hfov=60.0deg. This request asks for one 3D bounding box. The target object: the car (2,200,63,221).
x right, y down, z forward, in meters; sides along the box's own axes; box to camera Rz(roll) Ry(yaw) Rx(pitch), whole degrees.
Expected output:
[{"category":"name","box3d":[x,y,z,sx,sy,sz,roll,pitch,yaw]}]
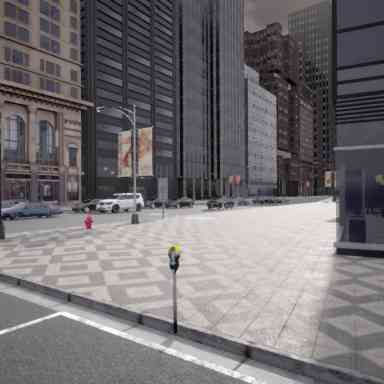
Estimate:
[{"category":"car","box3d":[-13.483,1.517,27.609,2.033,1.411,5.357,-1,0,35]}]

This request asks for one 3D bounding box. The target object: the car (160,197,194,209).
[{"category":"car","box3d":[-1.636,1.426,44.361,1.837,1.490,4.892,-1,0,35]}]

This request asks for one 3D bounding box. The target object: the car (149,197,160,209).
[{"category":"car","box3d":[-4.966,1.453,45.283,1.837,1.490,4.892,-1,0,35]}]

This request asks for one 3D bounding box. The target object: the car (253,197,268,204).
[{"category":"car","box3d":[12.297,1.465,58.300,1.895,1.301,4.718,-1,0,35]}]

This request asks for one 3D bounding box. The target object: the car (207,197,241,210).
[{"category":"car","box3d":[3.685,1.375,40.303,1.837,1.490,4.892,-1,0,35]}]

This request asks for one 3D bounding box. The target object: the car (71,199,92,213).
[{"category":"car","box3d":[-10.969,1.477,36.801,1.837,1.490,4.892,-1,0,35]}]

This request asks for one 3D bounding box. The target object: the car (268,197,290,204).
[{"category":"car","box3d":[15.157,1.439,56.556,1.895,1.301,4.718,-1,0,35]}]

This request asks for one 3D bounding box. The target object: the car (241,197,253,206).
[{"category":"car","box3d":[6.794,1.424,50.410,2.033,1.411,5.357,-1,0,36]}]

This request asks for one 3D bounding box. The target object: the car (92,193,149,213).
[{"category":"car","box3d":[-7.609,1.166,35.931,2.150,2.045,5.566,-1,0,35]}]
